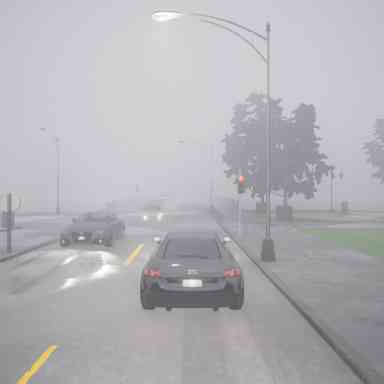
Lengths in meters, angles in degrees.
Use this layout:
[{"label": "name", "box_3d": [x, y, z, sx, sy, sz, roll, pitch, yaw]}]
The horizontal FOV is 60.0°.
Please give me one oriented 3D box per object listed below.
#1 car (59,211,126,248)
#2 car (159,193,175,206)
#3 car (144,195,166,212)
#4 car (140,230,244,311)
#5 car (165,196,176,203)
[{"label": "car", "box_3d": [-4.212, 1.558, 14.640, 1.994, 1.385, 4.181, 0, 0, 0]}, {"label": "car", "box_3d": [-4.528, 1.222, 55.187, 2.150, 2.045, 5.566, 0, 0, 0]}, {"label": "car", "box_3d": [-4.403, 1.478, 38.397, 1.882, 1.535, 5.008, 0, 0, 0]}, {"label": "car", "box_3d": [0.002, 1.564, 7.826, 1.994, 1.385, 4.181, 0, 0, 0]}, {"label": "car", "box_3d": [-4.563, 1.539, 71.068, 2.033, 1.411, 5.357, 0, 0, 0]}]
